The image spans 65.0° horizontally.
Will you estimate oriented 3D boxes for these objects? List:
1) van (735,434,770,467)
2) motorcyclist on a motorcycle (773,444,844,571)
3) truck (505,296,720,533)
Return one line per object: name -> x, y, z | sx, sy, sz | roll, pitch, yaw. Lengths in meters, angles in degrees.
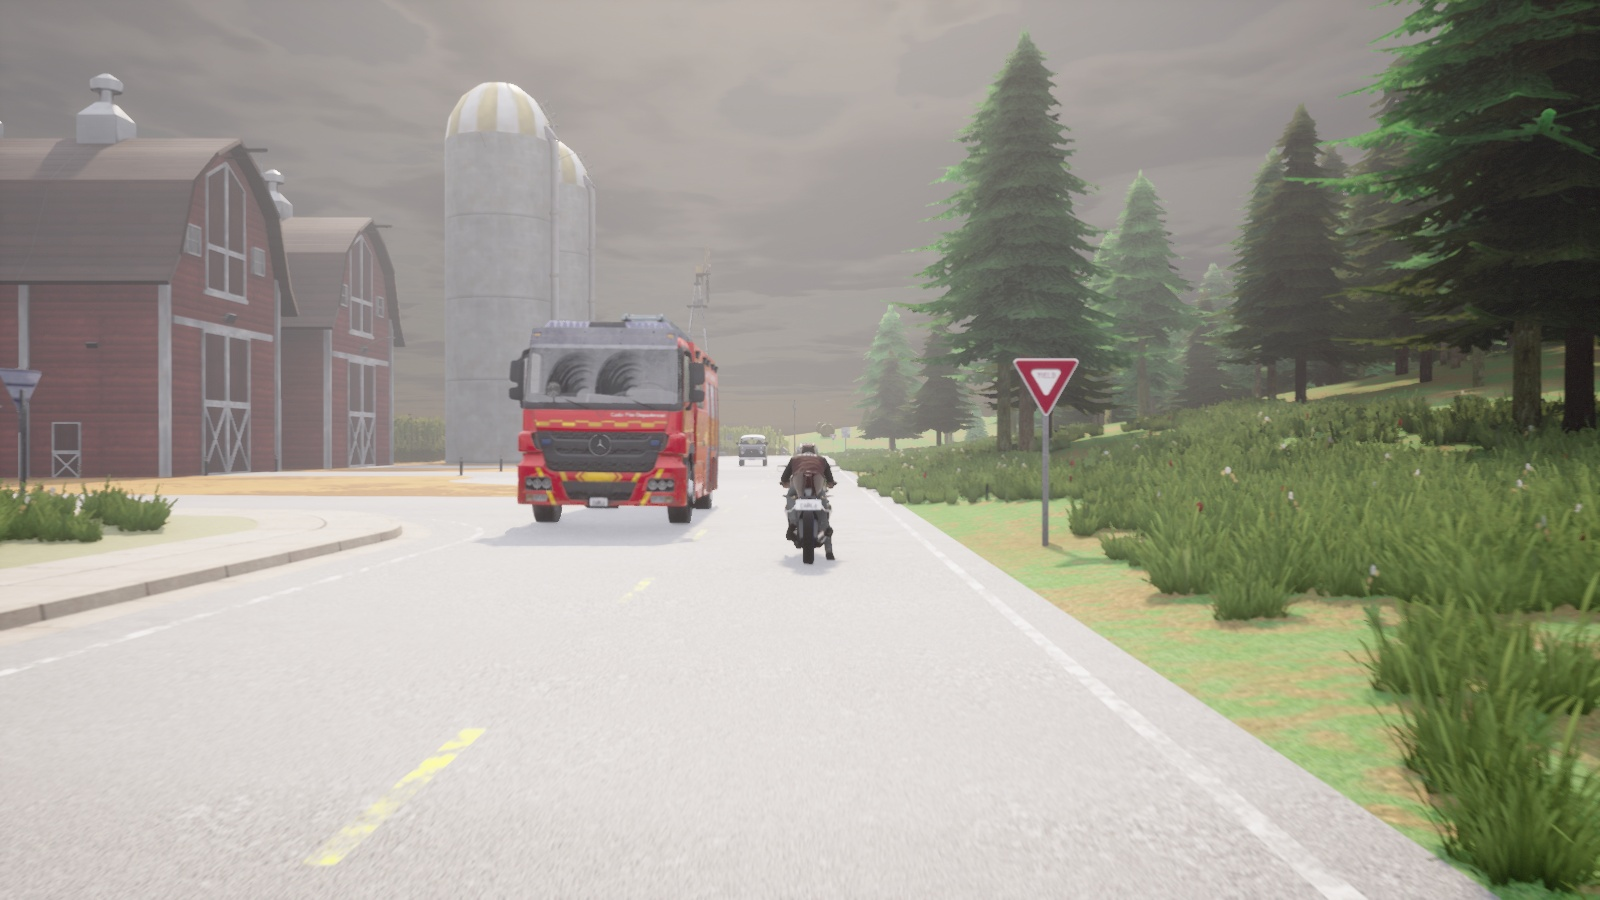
van -> -3.024, 0.012, 80.864 | 2.069, 2.038, 4.480 | 0, 0, 0
motorcyclist on a motorcycle -> 0.108, 0.690, 16.260 | 0.866, 1.530, 2.191 | 0, 0, 0
truck -> -3.337, -0.603, 24.761 | 2.891, 3.827, 8.468 | 1, 0, 0
